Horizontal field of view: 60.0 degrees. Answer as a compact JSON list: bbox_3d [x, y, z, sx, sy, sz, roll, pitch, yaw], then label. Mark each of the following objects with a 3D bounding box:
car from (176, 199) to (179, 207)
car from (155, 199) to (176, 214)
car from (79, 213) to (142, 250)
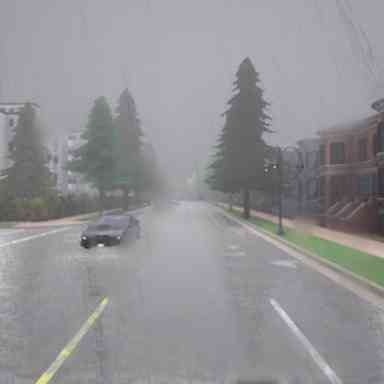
[{"bbox_3d":[-3.574,2.065,65.863,1.812,1.442,4.674,0,-1,0],"label":"car"},{"bbox_3d":[-3.546,1.894,41.575,2.128,1.511,4.902,0,-1,0],"label":"car"},{"bbox_3d":[-3.521,1.706,15.487,2.033,1.411,5.357,0,-1,0],"label":"car"}]
